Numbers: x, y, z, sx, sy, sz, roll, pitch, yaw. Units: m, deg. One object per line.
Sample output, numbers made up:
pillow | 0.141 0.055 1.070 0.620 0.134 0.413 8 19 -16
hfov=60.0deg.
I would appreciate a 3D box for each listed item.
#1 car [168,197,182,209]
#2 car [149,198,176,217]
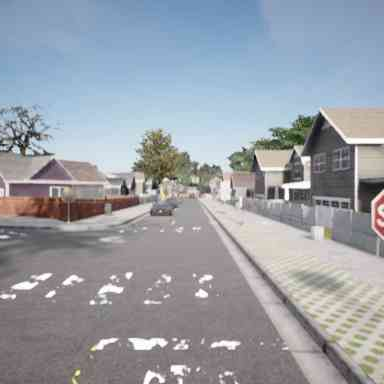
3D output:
car | -2.815 1.489 46.313 1.837 1.490 4.892 0 1 1
car | -2.833 1.539 31.472 1.994 1.385 4.181 0 0 0
